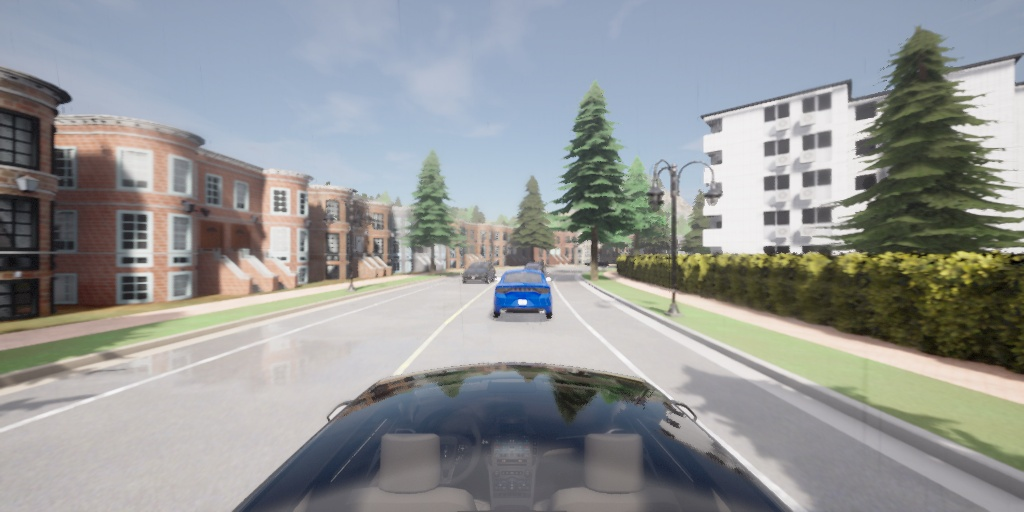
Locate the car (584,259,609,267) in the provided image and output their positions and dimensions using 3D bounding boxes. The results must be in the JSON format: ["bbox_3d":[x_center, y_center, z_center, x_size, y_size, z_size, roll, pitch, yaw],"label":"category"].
[{"bbox_3d":[14.908,1.219,63.308,5.357,1.411,2.033,0,0,-41],"label":"car"}]

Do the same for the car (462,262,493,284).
[{"bbox_3d":[-2.334,1.208,26.270,1.837,1.490,4.892,0,0,6],"label":"car"}]

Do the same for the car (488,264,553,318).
[{"bbox_3d":[0.418,1.209,13.037,1.882,1.535,5.008,0,0,2],"label":"car"}]

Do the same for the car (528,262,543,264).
[{"bbox_3d":[2.136,1.248,32.938,2.033,1.411,5.357,0,0,9],"label":"car"}]
